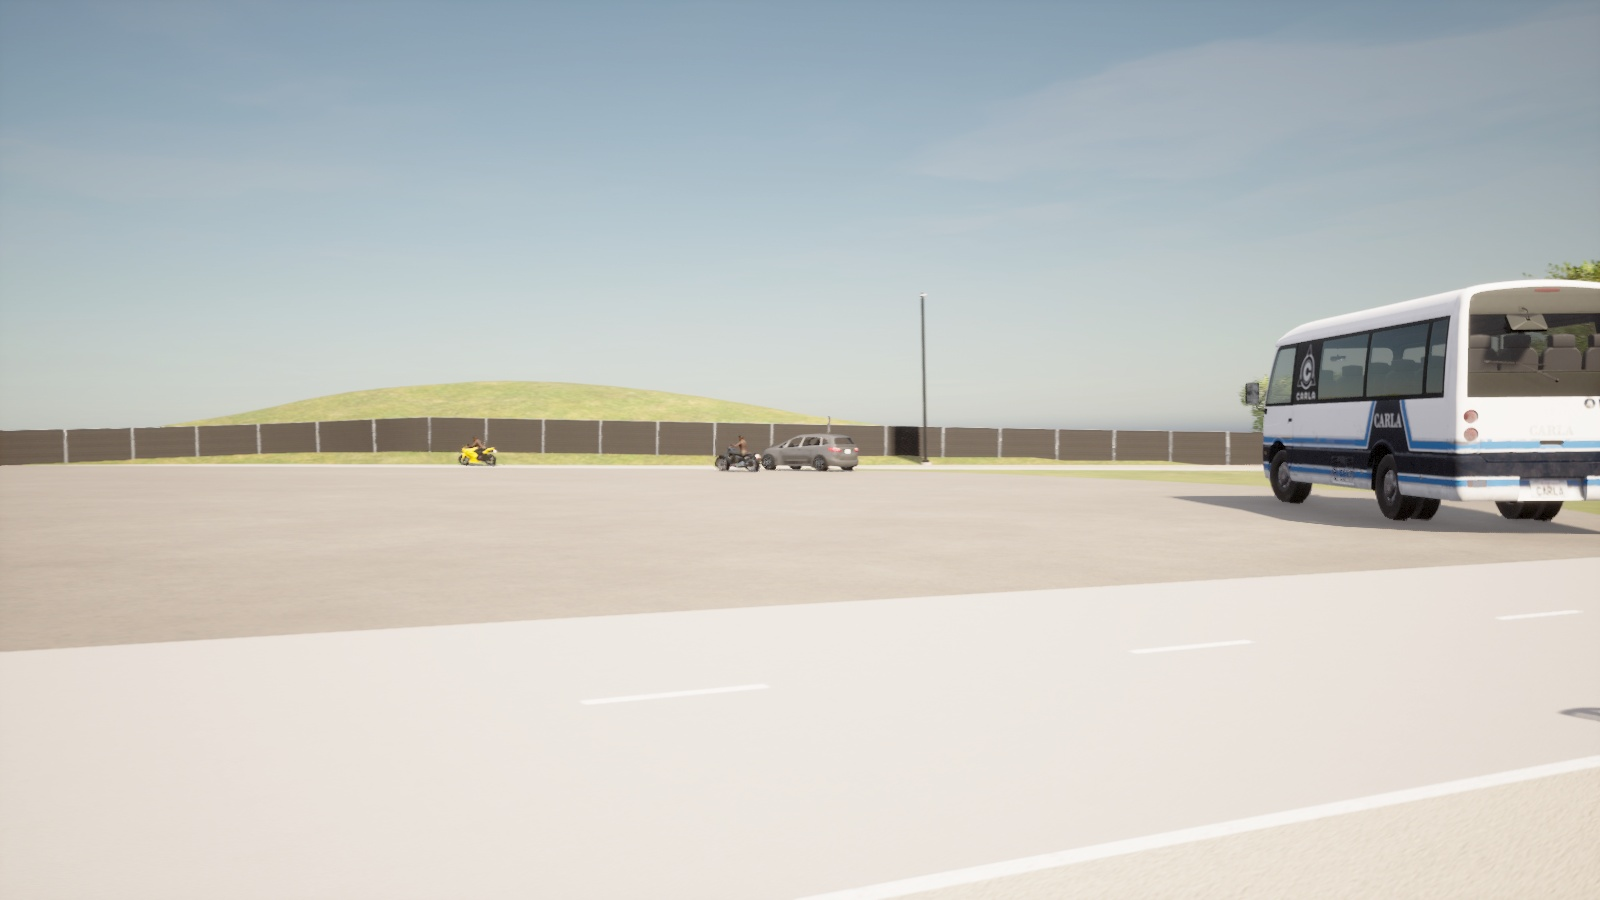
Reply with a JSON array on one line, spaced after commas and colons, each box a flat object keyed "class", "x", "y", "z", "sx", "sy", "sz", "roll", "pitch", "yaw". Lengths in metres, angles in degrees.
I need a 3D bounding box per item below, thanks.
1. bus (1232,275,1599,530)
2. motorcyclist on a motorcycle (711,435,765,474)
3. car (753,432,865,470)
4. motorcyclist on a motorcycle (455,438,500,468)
[{"class": "bus", "x": 12.669, "y": -0.897, "z": 26.331, "sx": 3.944, "sy": 4.253, "sz": 10.273, "roll": -1, "pitch": 1, "yaw": 2}, {"class": "motorcyclist on a motorcycle", "x": -2.704, "y": 0.172, "z": 54.423, "sx": 2.350, "sy": 1.649, "sz": 0.766, "roll": 0, "pitch": 1, "yaw": 36}, {"class": "car", "x": 0.384, "y": 0.038, "z": 56.530, "sx": 4.611, "sy": 1.667, "sz": 2.242, "roll": 0, "pitch": 0, "yaw": 38}, {"class": "motorcyclist on a motorcycle", "x": -16.300, "y": 0.134, "z": 63.443, "sx": 2.044, "sy": 1.523, "sz": 0.797, "roll": 0, "pitch": 1, "yaw": 9}]
